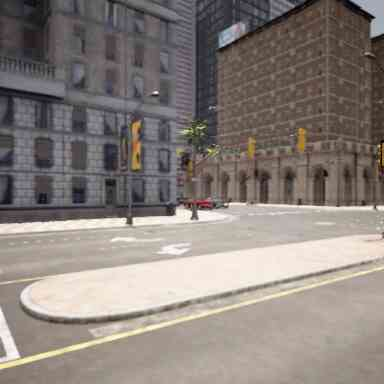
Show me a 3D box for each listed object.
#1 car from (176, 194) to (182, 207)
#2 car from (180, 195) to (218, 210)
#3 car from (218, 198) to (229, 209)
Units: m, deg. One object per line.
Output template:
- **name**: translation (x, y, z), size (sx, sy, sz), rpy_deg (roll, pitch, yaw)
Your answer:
- **car**: translation (-2.405, 1.346, 55.639), size (2.150, 2.045, 5.566), rpy_deg (0, 0, -35)
- **car**: translation (0.867, 1.588, 44.927), size (1.882, 1.535, 5.008), rpy_deg (0, 0, -35)
- **car**: translation (3.281, 1.617, 47.572), size (2.128, 1.511, 4.902), rpy_deg (0, 0, -35)
